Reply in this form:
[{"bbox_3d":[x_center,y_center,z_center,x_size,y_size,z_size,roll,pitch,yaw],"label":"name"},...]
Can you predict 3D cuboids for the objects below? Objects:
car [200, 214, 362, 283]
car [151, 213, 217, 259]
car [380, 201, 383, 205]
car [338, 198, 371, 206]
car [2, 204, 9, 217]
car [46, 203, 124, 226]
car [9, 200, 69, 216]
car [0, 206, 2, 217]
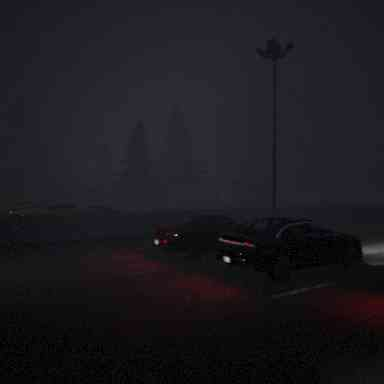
[{"bbox_3d":[2.936,1.484,9.673,4.902,1.511,2.128,0,0,-32],"label":"car"},{"bbox_3d":[0.759,1.510,12.440,4.674,1.442,1.812,0,0,-32],"label":"car"},{"bbox_3d":[27.293,1.478,44.016,5.008,1.535,1.882,0,0,-17],"label":"car"},{"bbox_3d":[22.542,1.514,46.128,4.674,1.442,1.812,0,0,-19],"label":"car"},{"bbox_3d":[-11.662,1.467,25.490,4.674,1.442,1.812,0,0,-33],"label":"car"},{"bbox_3d":[-6.207,1.560,20.710,4.718,1.301,1.895,0,0,-32],"label":"car"},{"bbox_3d":[-9.428,1.427,22.770,5.008,1.535,1.882,0,0,-33],"label":"car"},{"bbox_3d":[-14.372,1.410,27.892,5.008,1.535,1.882,0,0,-33],"label":"car"}]
